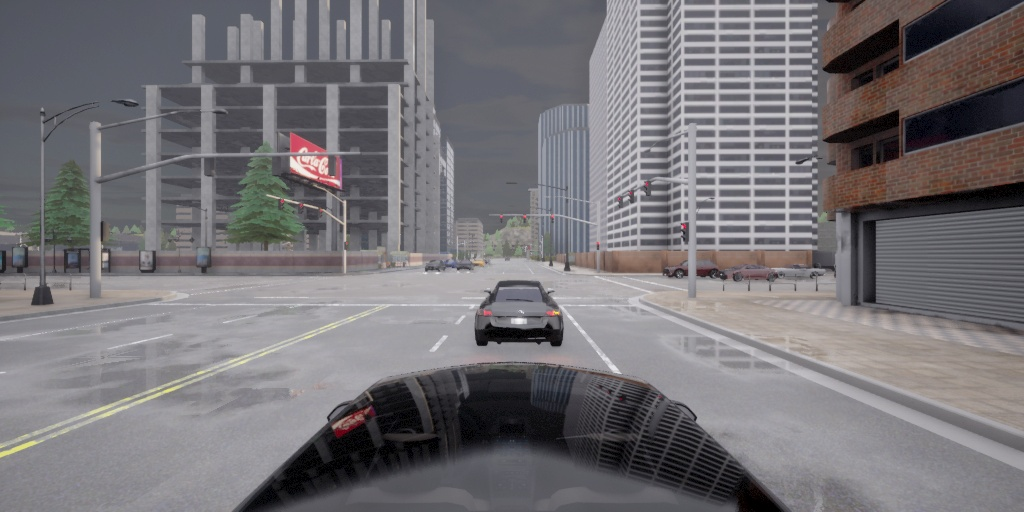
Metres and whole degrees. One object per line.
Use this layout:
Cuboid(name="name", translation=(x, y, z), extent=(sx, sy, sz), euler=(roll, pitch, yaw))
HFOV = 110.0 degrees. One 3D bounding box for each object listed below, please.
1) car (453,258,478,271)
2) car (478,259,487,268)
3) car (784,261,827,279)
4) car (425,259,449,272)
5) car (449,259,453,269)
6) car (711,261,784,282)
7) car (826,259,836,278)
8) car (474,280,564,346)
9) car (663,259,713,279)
Cuboid(name="car", translation=(-6.297, 1.297, 49.095), extent=(2.033, 1.411, 5.357), euler=(0, 0, 1))
Cuboid(name="car", translation=(-6.016, 1.227, 63.189), extent=(1.882, 1.535, 5.008), euler=(0, 0, 1))
Cuboid(name="car", translation=(25.056, 1.351, 32.195), extent=(4.718, 1.301, 1.895), euler=(0, 0, 1))
Cuboid(name="car", translation=(-9.846, 1.255, 46.212), extent=(1.837, 1.490, 4.892), euler=(0, 0, 1))
Cuboid(name="car", translation=(-9.670, 1.228, 55.851), extent=(1.882, 1.535, 5.008), euler=(0, 0, 1))
Cuboid(name="car", translation=(18.789, 1.314, 28.776), extent=(4.181, 1.385, 1.994), euler=(0, 0, 1))
Cuboid(name="car", translation=(28.675, 1.228, 28.640), extent=(5.008, 1.535, 1.882), euler=(0, 0, 1))
Cuboid(name="car", translation=(0.187, 1.314, 9.399), extent=(1.994, 1.385, 4.181), euler=(0, 0, 1))
Cuboid(name="car", translation=(16.063, 1.102, 32.310), extent=(4.553, 1.767, 2.097), euler=(0, 0, 1))
